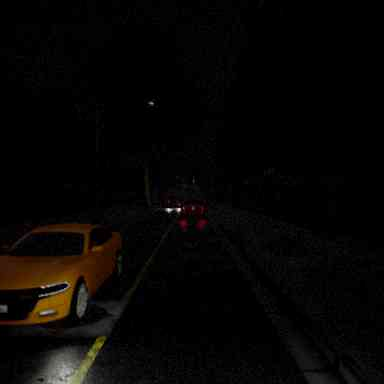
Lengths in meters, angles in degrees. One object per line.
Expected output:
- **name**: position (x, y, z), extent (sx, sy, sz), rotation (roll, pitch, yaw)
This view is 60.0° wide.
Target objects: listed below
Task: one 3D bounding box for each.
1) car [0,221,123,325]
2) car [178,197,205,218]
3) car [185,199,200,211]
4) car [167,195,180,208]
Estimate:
- **car**: position (-2.855, 1.473, 7.429), extent (1.882, 1.535, 5.008), rotation (0, 0, 0)
- **car**: position (0.079, 1.449, 30.828), extent (2.097, 1.767, 4.553), rotation (0, 0, -1)
- **car**: position (0.067, 1.737, 44.550), extent (1.837, 1.490, 4.892), rotation (0, -1, 0)
- **car**: position (-2.841, 1.579, 54.215), extent (2.150, 2.045, 5.566), rotation (0, -1, 1)
